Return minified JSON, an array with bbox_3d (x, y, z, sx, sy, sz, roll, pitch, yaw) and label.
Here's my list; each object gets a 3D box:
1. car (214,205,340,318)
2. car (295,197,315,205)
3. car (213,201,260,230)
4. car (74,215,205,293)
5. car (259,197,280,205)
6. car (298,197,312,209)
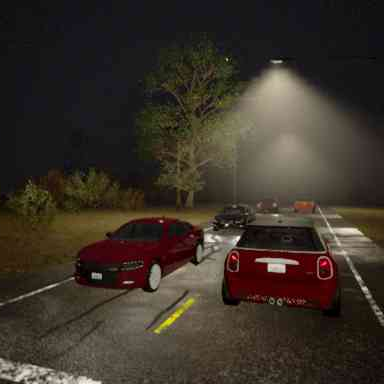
[{"bbox_3d":[2.187,1.352,7.825,2.097,1.767,4.553,0,0,19],"label":"car"},{"bbox_3d":[12.683,1.352,37.363,2.097,1.767,4.553,0,0,20],"label":"car"},{"bbox_3d":[2.632,1.505,19.886,1.837,1.490,4.892,0,0,19],"label":"car"},{"bbox_3d":[-1.135,1.478,9.279,1.882,1.535,5.008,0,0,20],"label":"car"},{"bbox_3d":[8.295,1.351,35.804,2.097,1.767,4.553,0,0,20],"label":"car"},{"bbox_3d":[15.881,1.529,46.584,1.812,1.442,4.674,0,0,19],"label":"car"}]
